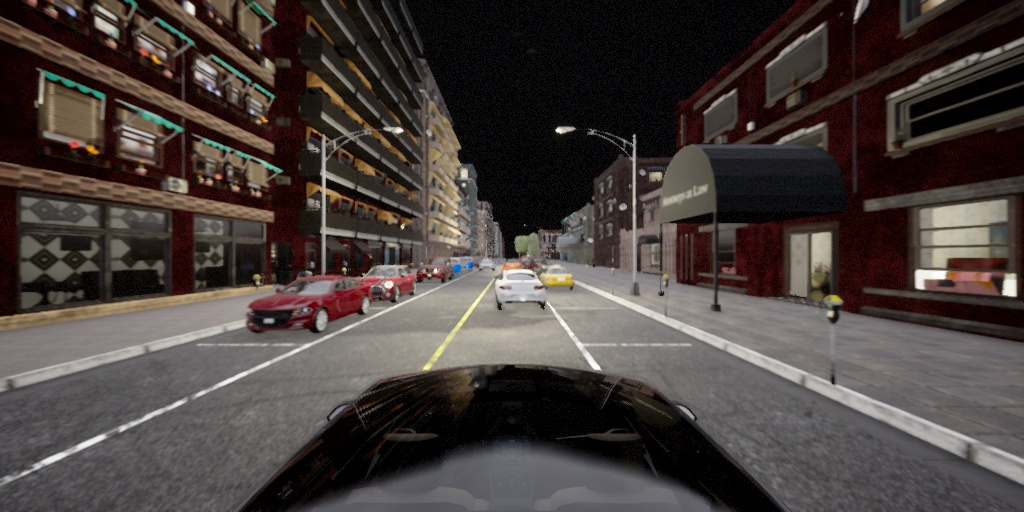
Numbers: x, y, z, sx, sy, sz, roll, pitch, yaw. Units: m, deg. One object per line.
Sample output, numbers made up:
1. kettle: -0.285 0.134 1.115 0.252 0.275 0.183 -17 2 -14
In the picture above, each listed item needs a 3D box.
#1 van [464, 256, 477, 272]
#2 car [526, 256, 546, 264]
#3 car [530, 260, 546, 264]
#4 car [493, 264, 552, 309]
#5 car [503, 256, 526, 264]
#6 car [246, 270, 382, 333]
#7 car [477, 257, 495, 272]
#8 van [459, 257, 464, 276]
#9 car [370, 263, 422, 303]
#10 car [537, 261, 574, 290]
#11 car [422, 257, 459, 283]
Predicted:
1. van: -5.703 0.986 43.875 1.690 1.789 3.998 0 0 0
2. car: 2.680 0.972 38.338 2.192 1.841 5.009 0 0 0
3. car: 2.682 1.231 27.261 2.007 1.370 4.403 0 0 0
4. car: 0.254 1.238 14.689 1.812 1.442 4.674 0 0 -3
5. car: 0.086 1.009 37.788 2.097 1.767 4.553 0 0 0
6. car: -5.693 1.269 10.641 1.888 1.381 4.507 0 0 0
7. car: -3.074 1.170 44.649 1.812 1.442 4.674 0 0 0
8. van: -5.700 1.008 32.798 1.690 1.789 3.998 0 0 0
9. car: -5.695 1.148 16.179 1.967 1.591 4.097 0 0 0
10. car: 2.684 1.220 21.891 1.751 1.417 4.829 0 0 0
11. car: -5.698 0.995 27.258 2.192 1.841 5.009 0 0 0
